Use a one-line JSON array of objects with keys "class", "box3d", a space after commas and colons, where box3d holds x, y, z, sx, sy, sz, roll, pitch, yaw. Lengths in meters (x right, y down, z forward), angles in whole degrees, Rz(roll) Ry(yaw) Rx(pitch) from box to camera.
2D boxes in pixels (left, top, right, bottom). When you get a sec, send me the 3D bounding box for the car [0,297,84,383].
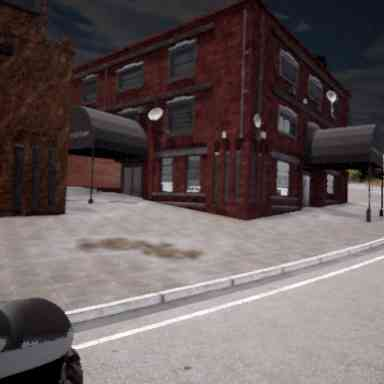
[{"class": "car", "box3d": [-3.202, 1.482, 1.804, 5.008, 1.535, 1.882, 0, 0, -36]}]
